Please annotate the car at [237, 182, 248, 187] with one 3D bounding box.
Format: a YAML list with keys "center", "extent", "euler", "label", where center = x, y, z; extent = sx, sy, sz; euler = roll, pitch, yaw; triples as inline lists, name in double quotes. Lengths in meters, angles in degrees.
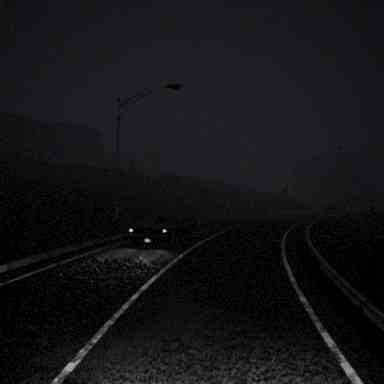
- center: [9.953, -1.478, 74.617]
  extent: [2.185, 1.767, 4.553]
  euler: [-2, -4, 35]
  label: "car"

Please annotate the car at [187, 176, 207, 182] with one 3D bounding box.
- center: [0.033, -2.170, 61.356]
  extent: [2.163, 1.488, 4.792]
  euler: [-3, -4, 39]
  label: "car"

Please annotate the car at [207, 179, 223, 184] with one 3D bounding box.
- center: [3.433, -1.889, 65.695]
  extent: [2.002, 1.452, 4.674]
  euler: [-2, -4, 38]
  label: "car"

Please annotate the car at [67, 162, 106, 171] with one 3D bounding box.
- center: [-14.635, -3.248, 44.537]
  extent: [2.231, 1.521, 4.892]
  euler: [-3, -5, 44]
  label: "car"

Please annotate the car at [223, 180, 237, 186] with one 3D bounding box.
- center: [6.680, -1.657, 70.031]
  extent: [2.231, 1.521, 4.892]
  euler: [-2, -4, 37]
  label: "car"

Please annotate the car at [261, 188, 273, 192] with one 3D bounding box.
- center: [19.054, -0.258, 88.511]
  extent: [2.002, 1.452, 4.674]
  euler: [-2, -5, 32]
  label: "car"

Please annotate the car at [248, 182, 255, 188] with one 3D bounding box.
- center: [13.128, -1.275, 79.240]
  extent: [2.435, 2.045, 5.566]
  euler: [-2, -5, 34]
  label: "car"

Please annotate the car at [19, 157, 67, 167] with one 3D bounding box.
- center: [-18.469, -3.475, 40.573]
  extent: [2.231, 1.521, 4.892]
  euler: [-3, -4, 44]
  label: "car"

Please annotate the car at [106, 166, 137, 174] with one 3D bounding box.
- center: [-10.857, -2.959, 48.590]
  extent: [2.002, 1.452, 4.674]
  euler: [-3, -5, 43]
  label: "car"

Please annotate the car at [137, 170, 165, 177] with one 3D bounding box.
- center: [-7.166, -2.739, 52.728]
  extent: [2.097, 1.535, 5.008]
  euler: [-3, -5, 42]
  label: "car"

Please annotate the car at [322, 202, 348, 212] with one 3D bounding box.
- center: [21.089, 2.151, 48.927]
  extent: [5.357, 1.411, 2.033]
  euler: [2, -3, -44]
  label: "car"

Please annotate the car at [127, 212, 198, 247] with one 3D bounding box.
- center: [-1.186, 1.628, 15.273]
  extent: [1.895, 1.301, 4.718]
  euler: [-1, -1, 16]
  label: "car"

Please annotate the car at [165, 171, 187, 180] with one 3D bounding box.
- center: [-3.581, -2.602, 56.930]
  extent: [2.185, 1.767, 4.553]
  euler: [-3, -4, 40]
  label: "car"
